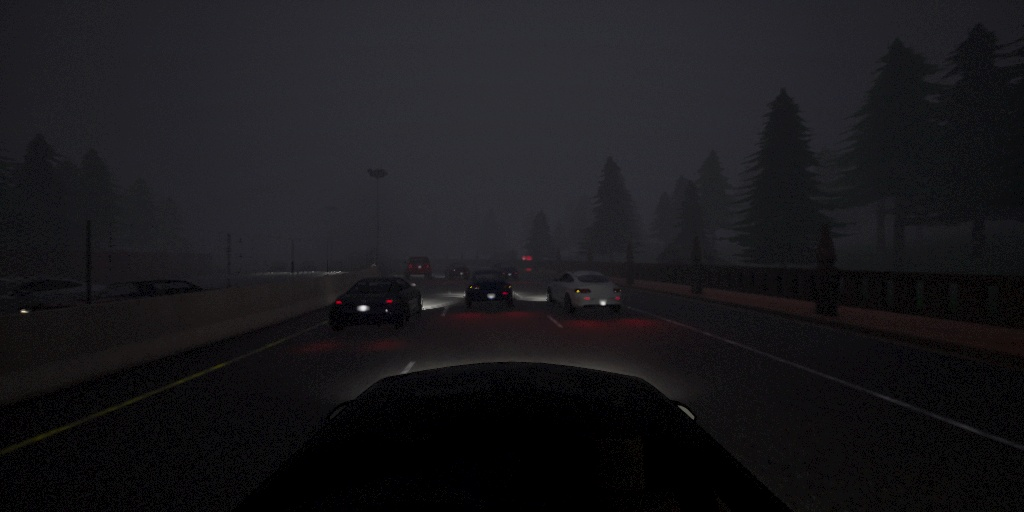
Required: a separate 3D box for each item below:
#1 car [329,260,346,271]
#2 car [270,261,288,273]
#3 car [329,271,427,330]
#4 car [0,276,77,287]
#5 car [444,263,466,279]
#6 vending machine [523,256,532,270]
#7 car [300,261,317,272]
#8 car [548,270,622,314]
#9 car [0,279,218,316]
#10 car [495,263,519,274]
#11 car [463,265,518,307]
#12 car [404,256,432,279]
[{"bbox_3d":[-25.112,1.394,51.450,2.128,1.511,4.902,0,0,-31],"label":"car"},{"bbox_3d":[-31.770,1.408,48.834,1.882,1.535,5.008,0,0,-33],"label":"car"},{"bbox_3d":[-4.090,1.340,11.366,1.994,1.385,4.181,0,0,-6],"label":"car"},{"bbox_3d":[-14.723,1.350,10.620,1.812,1.442,4.674,0,0,-6],"label":"car"},{"bbox_3d":[-5.004,1.321,32.836,1.812,1.442,4.674,0,0,-18],"label":"car"},{"bbox_3d":[1.994,0.969,46.976,1.100,2.100,0.880,0,0,-23],"label":"vending machine"},{"bbox_3d":[-28.714,1.444,50.592,1.812,1.442,4.674,0,0,-32],"label":"car"},{"bbox_3d":[2.665,1.272,13.818,1.812,1.442,4.674,0,0,-7],"label":"car"},{"bbox_3d":[-11.199,1.409,10.794,1.895,1.301,4.718,0,0,-6],"label":"car"},{"bbox_3d":[-0.774,1.300,30.940,1.812,1.442,4.674,0,0,-15],"label":"car"},{"bbox_3d":[-1.071,1.291,15.455,1.812,1.442,4.674,0,0,-8],"label":"car"},{"bbox_3d":[-8.683,1.034,33.065,2.150,2.045,5.566,0,0,-18],"label":"car"}]
